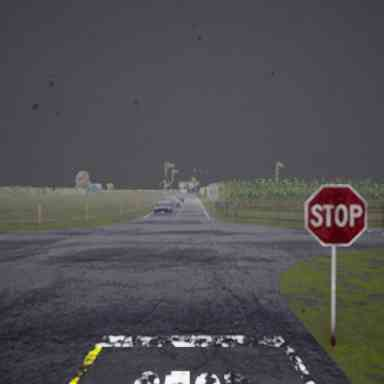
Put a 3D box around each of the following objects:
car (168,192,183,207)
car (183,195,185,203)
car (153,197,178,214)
[{"bbox_3d":[-2.772,1.273,47.853,2.097,1.767,4.553,0,0,0],"label":"car"},{"bbox_3d":[-2.656,1.111,67.092,2.150,2.045,5.566,0,0,0],"label":"car"},{"bbox_3d":[-2.801,1.493,34.166,2.033,1.411,5.357,0,0,0],"label":"car"}]
